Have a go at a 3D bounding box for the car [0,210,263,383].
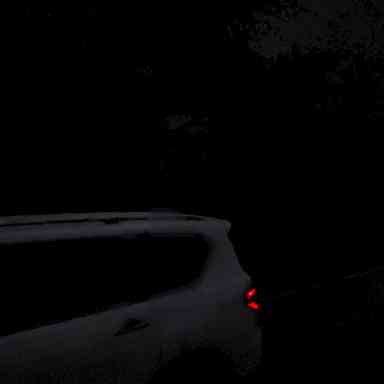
[{"bbox_3d":[-1.865,1.221,2.662,5.566,2.045,2.150,1,0,-36],"label":"car"}]
